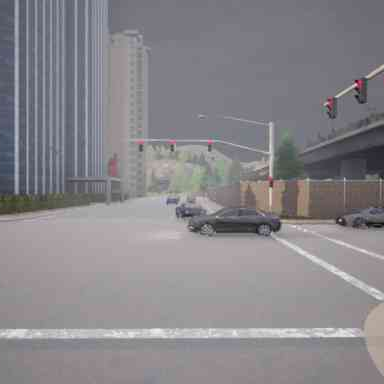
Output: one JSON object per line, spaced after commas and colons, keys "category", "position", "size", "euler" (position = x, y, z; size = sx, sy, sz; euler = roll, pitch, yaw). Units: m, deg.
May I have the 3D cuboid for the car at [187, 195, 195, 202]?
{"category": "car", "position": [-0.163, 1.385, 73.919], "size": [1.812, 1.442, 4.674], "euler": [0, 0, 0]}

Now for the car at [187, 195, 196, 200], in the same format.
{"category": "car", "position": [-0.140, 1.547, 63.517], "size": [2.033, 1.411, 5.357], "euler": [0, 0, 0]}

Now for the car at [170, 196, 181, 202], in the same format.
{"category": "car", "position": [-3.662, 1.540, 74.535], "size": [2.033, 1.411, 5.357], "euler": [0, 0, 0]}

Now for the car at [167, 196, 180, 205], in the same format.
{"category": "car", "position": [-3.534, 1.478, 60.432], "size": [1.882, 1.535, 5.008], "euler": [0, 0, 0]}

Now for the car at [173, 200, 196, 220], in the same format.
{"category": "car", "position": [-0.161, 1.602, 28.254], "size": [1.895, 1.301, 4.718], "euler": [0, 0, -11]}

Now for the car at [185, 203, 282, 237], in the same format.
{"category": "car", "position": [2.211, 1.532, 17.513], "size": [4.892, 1.490, 1.837], "euler": [1, 0, 0]}

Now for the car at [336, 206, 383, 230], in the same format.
{"category": "car", "position": [11.406, 1.619, 21.067], "size": [4.181, 1.385, 1.994], "euler": [0, 0, 1]}
